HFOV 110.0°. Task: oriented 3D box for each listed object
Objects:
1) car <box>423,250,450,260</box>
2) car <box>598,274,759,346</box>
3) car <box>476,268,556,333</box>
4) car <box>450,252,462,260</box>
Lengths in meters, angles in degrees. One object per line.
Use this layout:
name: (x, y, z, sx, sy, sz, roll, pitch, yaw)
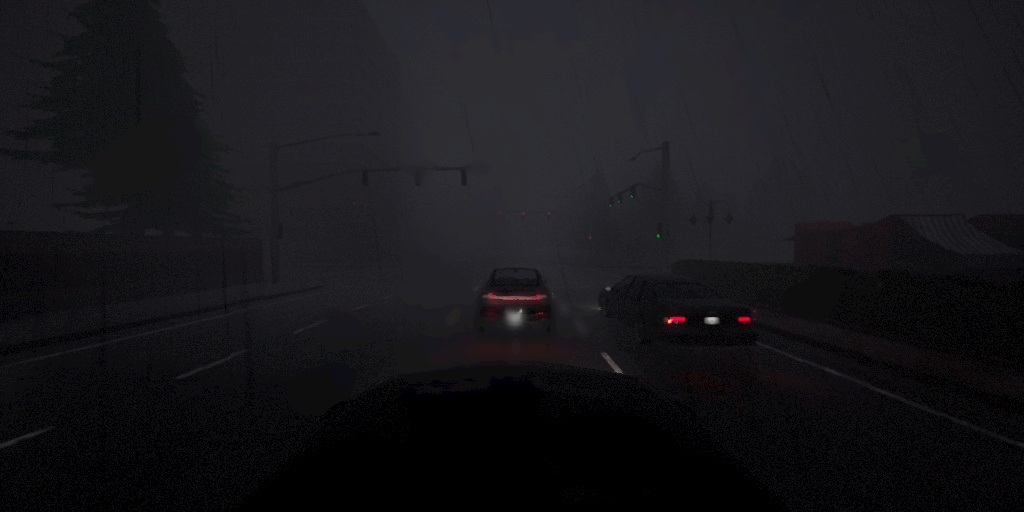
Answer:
car: (-12.934, -0.167, 61.358, 2.097, 1.767, 4.553, -1, 1, -33)
car: (3.591, 1.145, 8.910, 2.033, 1.411, 5.357, 0, 1, 1)
car: (0.100, 1.063, 10.037, 2.128, 1.511, 4.902, 0, 1, 1)
car: (-10.676, -0.018, 64.300, 1.994, 1.385, 4.181, -1, 1, -34)
